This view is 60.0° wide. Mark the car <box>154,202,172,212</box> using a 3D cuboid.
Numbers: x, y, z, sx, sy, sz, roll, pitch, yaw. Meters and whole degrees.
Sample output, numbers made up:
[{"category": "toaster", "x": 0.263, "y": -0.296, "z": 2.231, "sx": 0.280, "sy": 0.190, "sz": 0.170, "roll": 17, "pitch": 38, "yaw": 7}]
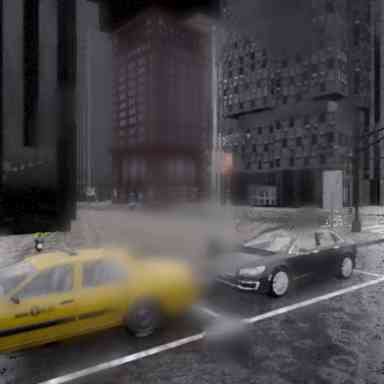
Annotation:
[{"category": "car", "x": -5.057, "y": 2.355, "z": 53.105, "sx": 1.882, "sy": 1.535, "sz": 5.008, "roll": 0, "pitch": -1, "yaw": -35}]

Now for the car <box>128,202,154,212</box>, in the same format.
[{"category": "car", "x": -8.411, "y": 2.408, "z": 52.217, "sx": 1.837, "sy": 1.490, "sz": 4.892, "roll": 0, "pitch": -1, "yaw": -35}]

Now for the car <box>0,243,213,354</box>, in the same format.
[{"category": "car", "x": -2.149, "y": 1.527, "z": 5.118, "sx": 4.829, "sy": 1.417, "sz": 1.752, "roll": 0, "pitch": 0, "yaw": -36}]

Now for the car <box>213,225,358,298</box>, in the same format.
[{"category": "car", "x": 2.477, "y": 1.559, "z": 8.420, "sx": 4.403, "sy": 1.369, "sz": 2.008, "roll": 0, "pitch": 0, "yaw": -36}]
